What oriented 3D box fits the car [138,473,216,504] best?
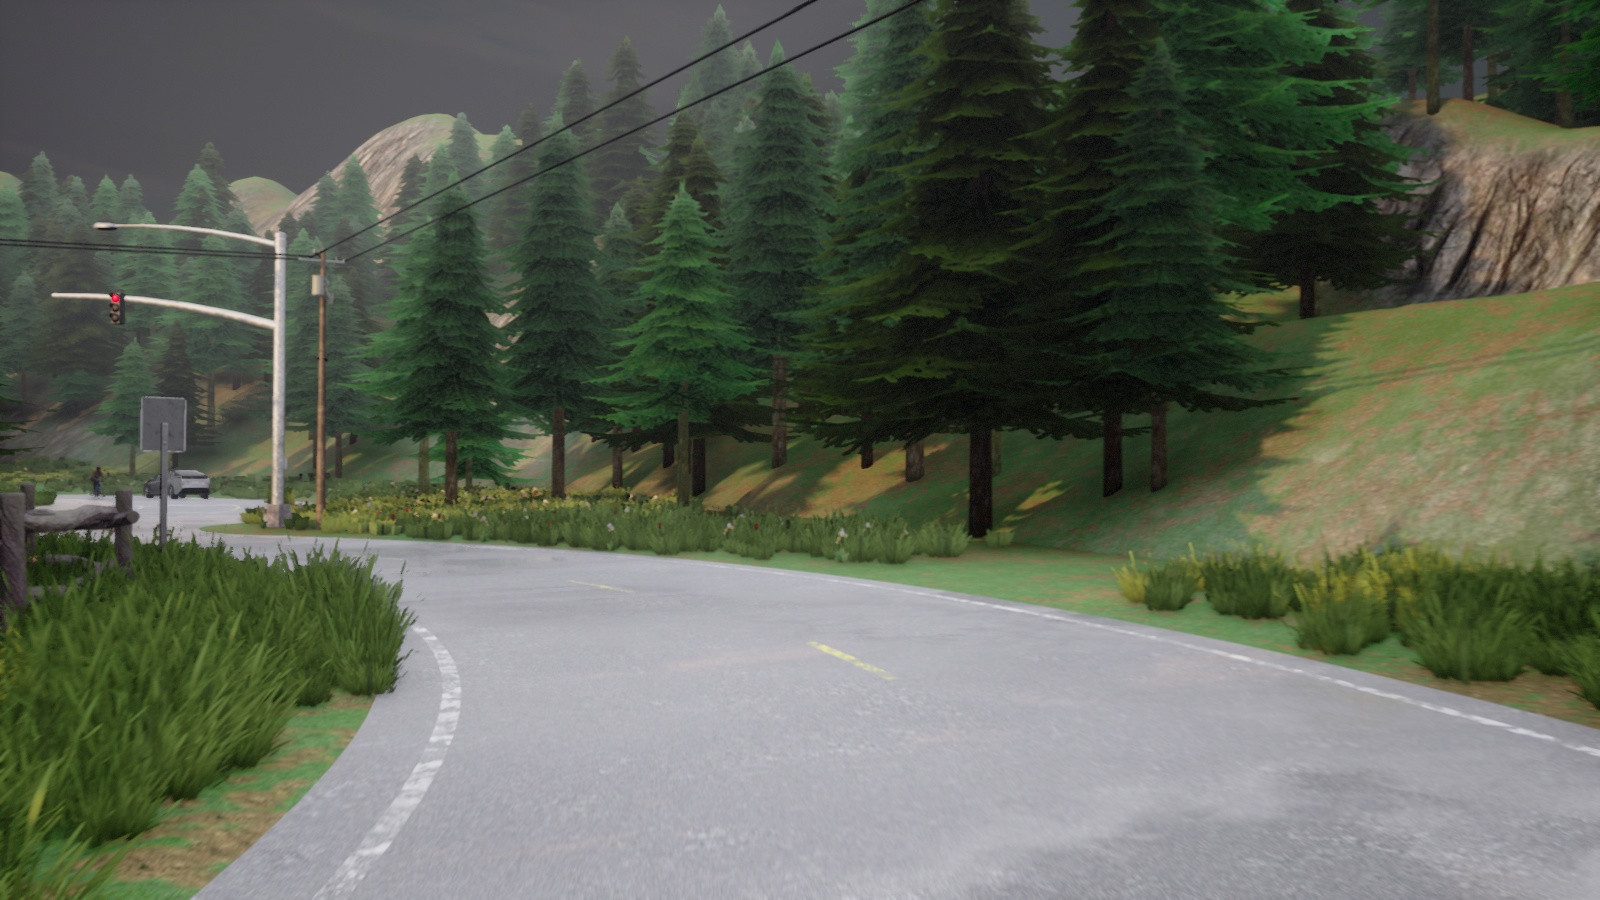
[{"bbox_3d":[-32.012,1.965,64.464,4.514,1.525,2.007,-1,-1,41],"label":"car"}]
